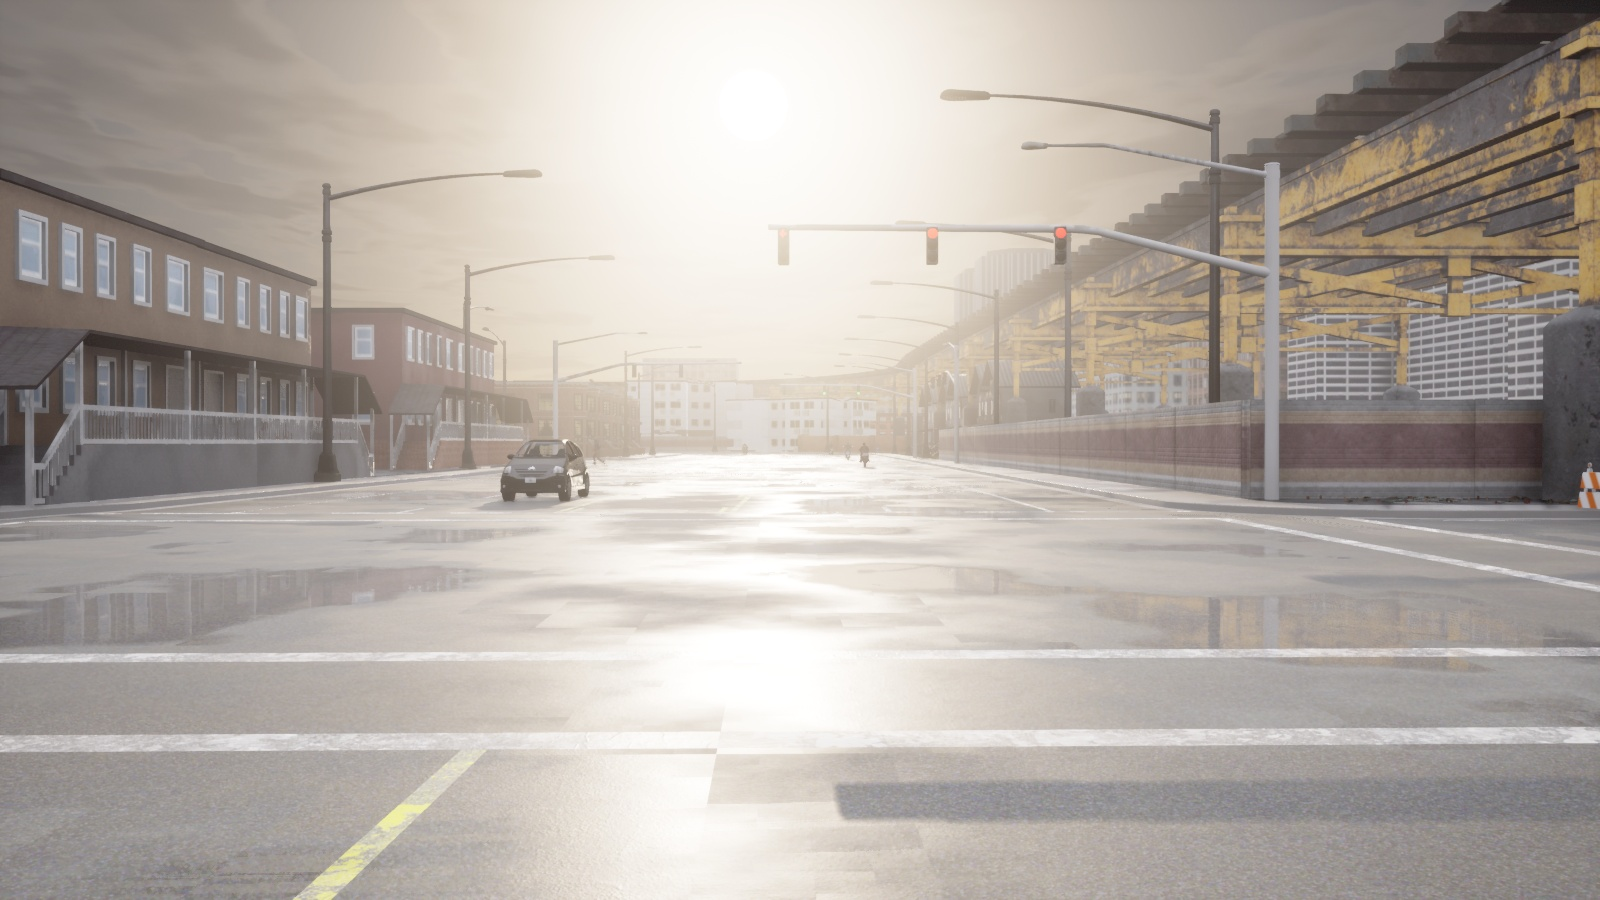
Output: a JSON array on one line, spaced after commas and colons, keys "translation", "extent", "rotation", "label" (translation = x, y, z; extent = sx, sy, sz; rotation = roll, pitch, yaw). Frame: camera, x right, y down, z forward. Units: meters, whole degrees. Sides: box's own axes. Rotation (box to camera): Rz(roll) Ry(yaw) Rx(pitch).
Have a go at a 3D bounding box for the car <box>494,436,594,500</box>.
[{"translation": [-6.792, 0.449, 33.720], "extent": [1.851, 1.617, 3.988], "rotation": [0, 0, 0], "label": "car"}]
